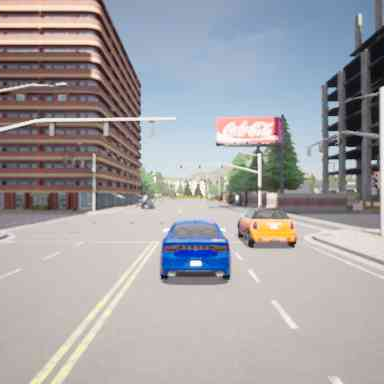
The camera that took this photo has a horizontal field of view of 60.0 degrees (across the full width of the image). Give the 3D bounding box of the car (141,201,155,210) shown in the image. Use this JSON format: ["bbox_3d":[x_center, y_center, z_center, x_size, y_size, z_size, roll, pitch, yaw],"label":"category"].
[{"bbox_3d":[-7.141,2.137,54.388,1.812,1.442,4.674,0,-1,0],"label":"car"}]

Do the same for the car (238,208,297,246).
[{"bbox_3d":[3.509,1.536,16.332,2.097,1.767,4.553,0,-1,0],"label":"car"}]

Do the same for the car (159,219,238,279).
[{"bbox_3d":[0.089,1.596,10.465,1.882,1.535,5.008,0,-1,0],"label":"car"}]
